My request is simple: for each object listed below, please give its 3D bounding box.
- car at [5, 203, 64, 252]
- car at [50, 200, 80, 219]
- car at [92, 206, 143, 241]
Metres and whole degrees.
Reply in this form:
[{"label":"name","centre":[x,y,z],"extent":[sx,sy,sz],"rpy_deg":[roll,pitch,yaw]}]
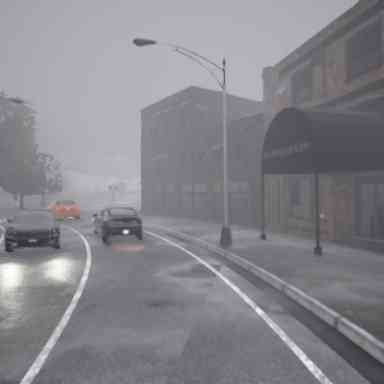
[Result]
[{"label":"car","centre":[-6.642,1.470,14.202],"extent":[1.882,1.535,5.008],"rpy_deg":[0,0,-22]},{"label":"car","centre":[-11.335,1.434,28.551],"extent":[2.097,1.767,4.553],"rpy_deg":[0,-1,-38]},{"label":"car","centre":[-3.775,1.488,16.676],"extent":[1.837,1.490,4.892],"rpy_deg":[0,0,-22]}]
